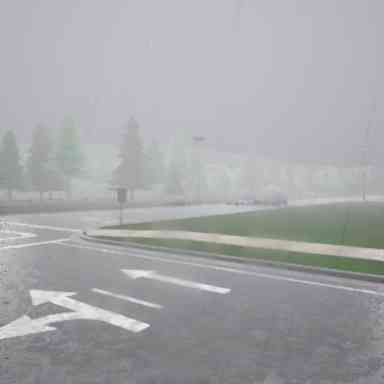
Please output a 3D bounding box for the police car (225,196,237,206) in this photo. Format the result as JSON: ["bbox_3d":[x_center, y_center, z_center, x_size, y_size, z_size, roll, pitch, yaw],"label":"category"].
[{"bbox_3d":[7.172,1.462,53.933,2.038,1.542,4.974,0,0,36],"label":"police car"}]

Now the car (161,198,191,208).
[{"bbox_3d":[-2.279,1.552,47.112,1.895,1.301,4.718,0,0,36],"label":"car"}]

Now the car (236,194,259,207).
[{"bbox_3d":[9.278,1.456,51.021,2.128,1.511,4.902,0,0,36],"label":"car"}]

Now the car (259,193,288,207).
[{"bbox_3d":[12.482,1.191,49.479,2.150,2.045,5.566,0,0,36],"label":"car"}]
